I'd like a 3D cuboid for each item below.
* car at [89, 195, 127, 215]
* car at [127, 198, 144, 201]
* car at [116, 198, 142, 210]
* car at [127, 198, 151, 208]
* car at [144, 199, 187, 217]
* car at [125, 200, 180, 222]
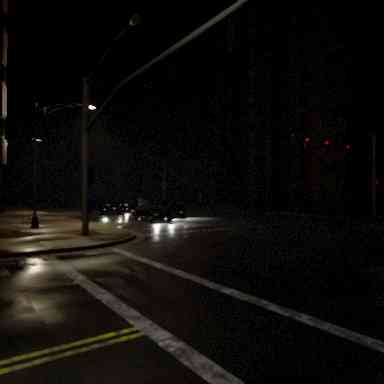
[{"bbox_3d":[-9.369,1.300,35.449,2.150,2.045,5.566,0,0,-36],"label":"car"},{"bbox_3d":[-7.804,1.452,39.249,2.097,1.767,4.553,0,0,-37],"label":"car"},{"bbox_3d":[-9.028,1.647,47.143,1.812,1.442,4.674,0,0,-36],"label":"car"},{"bbox_3d":[-8.309,1.669,52.146,1.812,1.442,4.674,0,0,-36],"label":"car"},{"bbox_3d":[-2.402,1.605,31.816,1.837,1.490,4.892,0,0,-36],"label":"car"},{"bbox_3d":[-3.339,1.627,27.246,2.033,1.411,5.357,0,0,-31],"label":"car"}]
